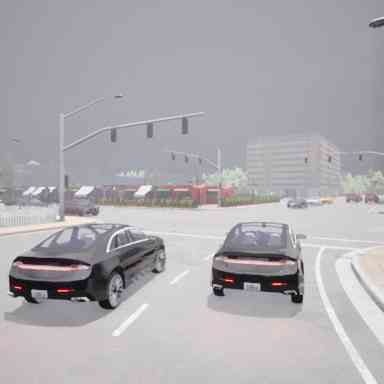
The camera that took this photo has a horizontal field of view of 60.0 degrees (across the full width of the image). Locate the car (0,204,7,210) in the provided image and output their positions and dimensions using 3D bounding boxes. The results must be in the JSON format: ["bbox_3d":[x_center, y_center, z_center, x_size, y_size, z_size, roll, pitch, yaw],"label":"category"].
[{"bbox_3d":[-25.948,1.277,41.776,5.566,2.045,2.150,0,0,32],"label":"car"}]

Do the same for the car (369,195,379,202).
[{"bbox_3d":[42.386,1.522,77.296,1.812,1.442,4.674,0,0,32],"label":"car"}]

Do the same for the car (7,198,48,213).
[{"bbox_3d":[-18.155,1.619,36.906,4.181,1.385,1.994,0,0,32],"label":"car"}]

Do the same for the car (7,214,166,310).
[{"bbox_3d":[-2.045,1.491,7.936,2.128,1.511,4.902,0,0,12],"label":"car"}]

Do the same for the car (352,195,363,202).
[{"bbox_3d":[39.622,1.538,79.484,2.033,1.411,5.357,0,0,32],"label":"car"}]

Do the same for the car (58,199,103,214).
[{"bbox_3d":[-12.602,1.546,37.563,4.902,1.511,2.128,0,0,32],"label":"car"}]

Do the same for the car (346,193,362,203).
[{"bbox_3d":[34.053,1.224,70.425,2.150,2.045,5.566,0,0,32],"label":"car"}]

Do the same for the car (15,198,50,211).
[{"bbox_3d":[-20.408,1.580,42.446,4.674,1.442,1.812,0,0,32],"label":"car"}]

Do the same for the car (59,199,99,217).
[{"bbox_3d":[-11.037,1.619,32.438,4.181,1.385,1.994,0,0,32],"label":"car"}]

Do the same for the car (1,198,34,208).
[{"bbox_3d":[-26.525,1.602,50.626,5.357,1.411,2.033,0,0,32],"label":"car"}]

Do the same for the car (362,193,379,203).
[{"bbox_3d":[36.842,1.224,68.278,2.150,2.045,5.566,0,0,32],"label":"car"}]

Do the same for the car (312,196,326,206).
[{"bbox_3d":[20.148,1.524,54.639,1.812,1.442,4.674,0,0,32],"label":"car"}]

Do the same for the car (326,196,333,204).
[{"bbox_3d":[25.619,1.476,63.411,1.882,1.535,5.008,0,0,32],"label":"car"}]

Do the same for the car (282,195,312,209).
[{"bbox_3d":[14.258,1.492,45.082,2.128,1.511,4.902,0,0,32],"label":"car"}]

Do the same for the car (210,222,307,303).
[{"bbox_3d":[1.773,1.491,8.317,2.128,1.511,4.902,0,0,17],"label":"car"}]

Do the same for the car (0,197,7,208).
[{"bbox_3d":[-28.957,1.532,47.794,5.008,1.535,1.882,0,0,32],"label":"car"}]
